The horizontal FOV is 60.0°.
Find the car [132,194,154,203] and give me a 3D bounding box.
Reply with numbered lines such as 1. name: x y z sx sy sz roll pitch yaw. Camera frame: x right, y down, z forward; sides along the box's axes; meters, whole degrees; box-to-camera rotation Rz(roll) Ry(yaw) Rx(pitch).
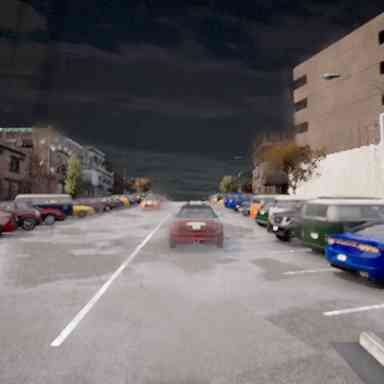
1. car: -10.993 1.461 74.803 4.553 1.767 2.185 0 -1 -19

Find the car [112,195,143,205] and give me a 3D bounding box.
1. car: -11.117 1.390 57.194 5.008 1.535 2.097 -1 0 -20

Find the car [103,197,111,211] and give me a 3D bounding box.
1. car: -11.097 1.429 33.724 4.792 1.488 2.163 -1 0 -20

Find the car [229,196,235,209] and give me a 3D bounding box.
1. car: 6.603 1.455 32.952 4.792 1.488 2.163 1 0 -19

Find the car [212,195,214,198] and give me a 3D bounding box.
1. car: 6.707 1.142 53.966 5.566 2.045 2.435 1 0 -20

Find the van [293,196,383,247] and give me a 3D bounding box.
1. van: 6.204 1.251 11.963 4.442 1.987 1.878 1 0 -18

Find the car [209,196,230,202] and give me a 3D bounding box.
1. car: 6.905 1.805 83.887 4.792 1.488 2.163 1 -2 -19

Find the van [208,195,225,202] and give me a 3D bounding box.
1. van: 6.873 1.787 92.818 4.442 1.987 1.878 1 -2 -19

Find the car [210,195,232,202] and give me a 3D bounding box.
1. car: 6.789 1.523 77.887 4.553 1.767 2.185 1 -1 -19

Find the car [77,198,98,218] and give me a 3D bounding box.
1. car: -10.927 1.406 27.907 5.366 1.575 1.946 -1 0 -20

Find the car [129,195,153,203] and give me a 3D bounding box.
1. car: -11.040 1.542 71.862 4.892 1.521 2.231 -1 -1 -20

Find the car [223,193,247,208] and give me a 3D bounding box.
1. car: 6.650 1.167 35.966 5.566 2.045 2.435 1 0 -19

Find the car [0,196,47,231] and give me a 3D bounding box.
1. car: -11.019 1.303 19.019 4.553 1.767 2.185 -1 0 -20

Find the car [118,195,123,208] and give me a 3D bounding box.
1. car: -11.134 1.389 39.586 4.892 1.521 2.231 -1 0 -20

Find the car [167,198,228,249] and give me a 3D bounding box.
1. car: 0.182 1.320 14.444 2.097 1.767 4.553 0 0 1

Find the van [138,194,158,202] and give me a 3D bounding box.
1. van: -11.052 1.542 83.560 4.442 1.987 1.878 0 -1 -19

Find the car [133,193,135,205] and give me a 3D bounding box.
1. car: -11.114 1.247 48.397 4.553 1.767 2.185 -1 0 -20

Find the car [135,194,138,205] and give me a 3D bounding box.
1. car: -11.143 1.413 51.330 4.674 1.452 2.002 -1 0 -20

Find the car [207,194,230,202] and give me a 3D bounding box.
1. car: 6.892 1.596 86.857 5.566 2.045 2.435 1 -1 -19

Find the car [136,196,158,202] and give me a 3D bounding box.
1. car: -10.976 1.701 80.661 5.008 1.535 2.097 0 -1 -19

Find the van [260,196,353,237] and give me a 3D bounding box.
1. van: 6.140 1.234 17.878 4.442 1.987 1.878 1 0 -18

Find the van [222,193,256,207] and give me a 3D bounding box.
1. van: 6.781 1.166 48.008 4.442 1.987 1.878 1 0 -20

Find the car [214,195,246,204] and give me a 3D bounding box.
1. car: 6.873 1.419 60.000 5.366 1.575 1.946 1 -1 -20

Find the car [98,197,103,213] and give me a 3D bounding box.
1. car: -11.123 1.406 30.778 5.008 1.535 2.097 -1 0 -20

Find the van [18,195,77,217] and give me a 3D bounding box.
1. van: -11.200 1.194 24.863 4.442 1.987 1.878 -1 0 -20

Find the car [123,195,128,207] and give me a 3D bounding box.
1. car: -11.134 1.383 42.518 4.892 1.521 2.231 -1 0 -20

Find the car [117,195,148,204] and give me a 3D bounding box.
1. car: -11.274 1.430 62.999 5.366 1.575 1.946 -1 0 -20

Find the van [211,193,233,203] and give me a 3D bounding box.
1. van: 6.686 1.365 74.858 4.442 1.987 1.878 1 -1 -19

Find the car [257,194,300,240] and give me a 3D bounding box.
1. car: 6.146 1.217 14.907 5.566 2.045 2.435 1 0 -18

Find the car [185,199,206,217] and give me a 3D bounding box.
1. car: 0.323 1.455 31.787 1.812 1.442 4.674 0 0 0

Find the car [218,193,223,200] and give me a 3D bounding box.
1. car: 6.693 1.153 41.985 5.566 2.045 2.435 1 0 -20

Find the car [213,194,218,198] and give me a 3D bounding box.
1. car: 6.498 1.384 50.898 5.366 1.575 1.946 1 0 -20

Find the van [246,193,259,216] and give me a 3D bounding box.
1. van: 6.509 1.222 23.964 4.442 1.987 1.878 1 0 -19

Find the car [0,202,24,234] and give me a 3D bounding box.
1. car: -11.052 1.465 16.050 4.792 1.488 2.163 -1 0 -20

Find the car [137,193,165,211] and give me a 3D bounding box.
1. car: -4.811 1.267 39.444 2.097 1.767 4.553 0 0 0

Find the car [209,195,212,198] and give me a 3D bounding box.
1. car: 6.540 1.435 62.867 5.366 1.575 1.946 1 0 -20

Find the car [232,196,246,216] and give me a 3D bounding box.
1. car: 6.535 1.434 29.932 4.892 1.521 2.231 1 0 -19

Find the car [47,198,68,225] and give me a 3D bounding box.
1. car: -11.076 1.423 21.963 5.008 1.535 2.097 -1 0 -20

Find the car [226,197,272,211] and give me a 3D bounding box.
1. car: 6.648 1.412 38.971 4.892 1.521 2.231 1 0 -20

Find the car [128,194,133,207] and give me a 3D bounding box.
1. car: -11.138 1.376 45.456 5.008 1.535 2.097 -1 0 -20

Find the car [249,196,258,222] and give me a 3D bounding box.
1. car: 6.294 1.328 20.913 4.553 1.767 2.185 1 0 -19

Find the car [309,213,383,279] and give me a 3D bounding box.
1. car: 6.008 1.482 8.927 5.008 1.535 2.097 1 0 -18

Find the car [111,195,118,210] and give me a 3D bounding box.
1. car: -11.141 1.394 36.651 5.008 1.535 2.097 -1 0 -20

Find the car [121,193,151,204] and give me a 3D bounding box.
1. car: -11.114 1.212 65.982 5.566 2.045 2.435 -1 0 -20

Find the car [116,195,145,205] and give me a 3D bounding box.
1. car: -11.119 1.410 60.125 5.008 1.535 2.097 -1 -1 -20
